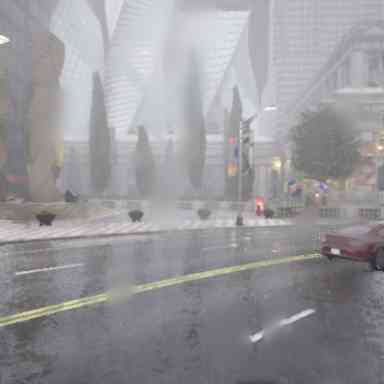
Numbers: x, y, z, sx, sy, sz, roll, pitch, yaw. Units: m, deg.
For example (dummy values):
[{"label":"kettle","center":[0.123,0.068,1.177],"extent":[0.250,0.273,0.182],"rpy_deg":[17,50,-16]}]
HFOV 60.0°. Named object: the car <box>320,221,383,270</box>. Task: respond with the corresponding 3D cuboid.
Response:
[{"label":"car","center":[6.542,1.752,11.791],"extent":[4.674,1.442,1.812],"rpy_deg":[1,-1,-31]}]
